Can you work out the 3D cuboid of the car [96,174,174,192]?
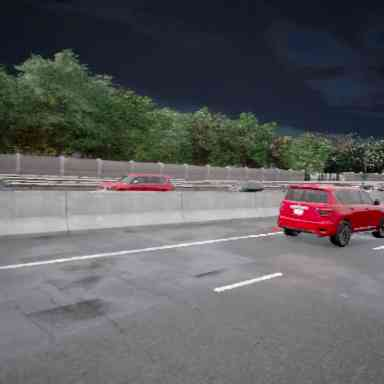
[{"bbox_3d":[-3.804,-0.257,23.301,5.566,2.045,2.150,1,4,-40],"label":"car"}]

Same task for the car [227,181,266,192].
[{"bbox_3d":[5.904,-0.407,35.917,4.553,1.767,2.097,-1,5,-39],"label":"car"}]

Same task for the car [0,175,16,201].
[{"bbox_3d":[-13.486,-0.273,19.834,4.902,1.511,2.128,0,4,-40],"label":"car"}]

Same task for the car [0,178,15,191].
[{"bbox_3d":[-9.810,0.094,13.801,4.553,1.767,2.097,0,4,-40],"label":"car"}]

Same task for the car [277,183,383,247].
[{"bbox_3d":[5.633,0.767,12.886,5.566,2.045,2.150,0,4,-40],"label":"car"}]

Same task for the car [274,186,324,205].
[{"bbox_3d":[9.708,0.263,30.019,4.892,1.490,1.837,0,4,-39],"label":"car"}]
